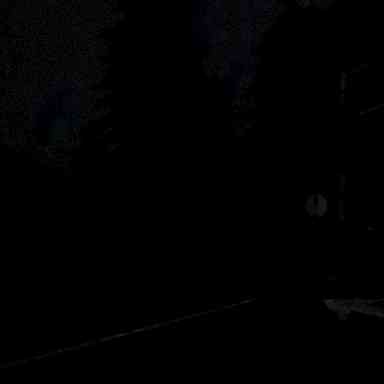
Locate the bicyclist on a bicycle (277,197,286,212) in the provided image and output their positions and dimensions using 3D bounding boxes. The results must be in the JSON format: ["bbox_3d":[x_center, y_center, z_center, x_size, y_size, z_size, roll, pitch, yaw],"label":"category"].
[{"bbox_3d":[8.988,1.330,33.779,1.656,1.620,0.582,0,0,-36],"label":"bicyclist on a bicycle"}]
